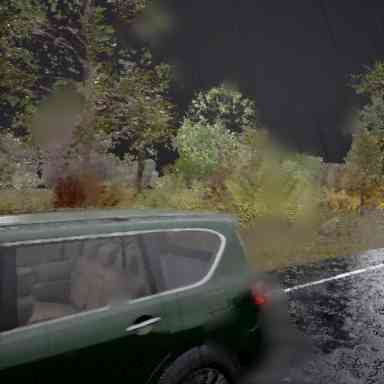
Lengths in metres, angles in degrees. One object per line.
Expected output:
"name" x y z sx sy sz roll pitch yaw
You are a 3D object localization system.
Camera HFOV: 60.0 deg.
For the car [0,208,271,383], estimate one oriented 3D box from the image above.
"car" -1.784 1.219 2.706 5.566 2.045 2.150 0 0 -35
